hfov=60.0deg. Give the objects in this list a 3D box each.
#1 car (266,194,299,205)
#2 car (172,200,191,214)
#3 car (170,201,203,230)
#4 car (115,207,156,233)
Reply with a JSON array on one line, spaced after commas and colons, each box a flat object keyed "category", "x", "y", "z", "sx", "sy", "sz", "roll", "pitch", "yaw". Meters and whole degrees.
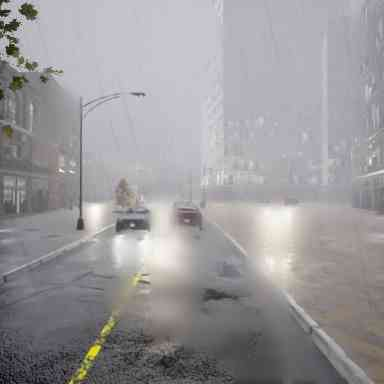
[{"category": "car", "x": 13.957, "y": 1.201, "z": 51.535, "sx": 5.009, "sy": 1.841, "sz": 2.192, "roll": 0, "pitch": -1, "yaw": 15}, {"category": "car", "x": -1.201, "y": 1.606, "z": 36.797, "sx": 1.895, "sy": 1.301, "sz": 4.718, "roll": 0, "pitch": 0, "yaw": -4}, {"category": "car", "x": -0.352, "y": 1.481, "z": 21.233, "sx": 1.882, "sy": 1.535, "sz": 5.008, "roll": 0, "pitch": 0, "yaw": -2}, {"category": "car", "x": -3.214, "y": 1.565, "z": 19.559, "sx": 1.994, "sy": 1.385, "sz": 4.181, "roll": 0, "pitch": 0, "yaw": -2}]
